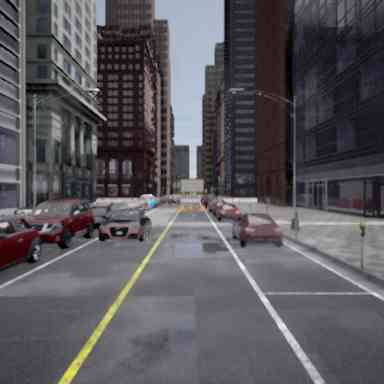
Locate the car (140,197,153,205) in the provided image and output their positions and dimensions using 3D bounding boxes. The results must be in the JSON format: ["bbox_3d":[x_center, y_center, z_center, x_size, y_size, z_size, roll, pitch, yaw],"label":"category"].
[{"bbox_3d":[-5.758,1.526,37.108,1.802,1.307,4.206,0,0,0],"label":"car"}]

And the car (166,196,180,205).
[{"bbox_3d":[-3.045,1.489,57.675,1.994,1.385,4.181,0,0,1],"label":"car"}]

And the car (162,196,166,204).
[{"bbox_3d":[-5.756,1.510,54.018,1.802,1.307,4.206,0,0,0],"label":"car"}]

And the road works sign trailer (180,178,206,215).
[{"bbox_3d":[0.006,0.413,33.363,2.380,3.560,2.880,0,0,0],"label":"road works sign trailer"}]

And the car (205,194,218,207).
[{"bbox_3d":[2.766,1.384,37.111,1.967,1.590,4.097,0,0,0],"label":"car"}]

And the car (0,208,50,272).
[{"bbox_3d":[-5.764,1.426,8.924,1.967,1.590,4.097,0,0,0],"label":"car"}]

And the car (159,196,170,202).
[{"bbox_3d":[-5.753,1.469,70.928,2.008,1.369,4.403,0,0,0],"label":"car"}]

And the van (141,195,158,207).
[{"bbox_3d":[-5.759,1.279,42.745,1.690,1.788,3.998,0,0,0],"label":"van"}]

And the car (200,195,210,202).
[{"bbox_3d":[2.771,1.358,70.928,1.967,1.590,4.097,0,0,0],"label":"car"}]

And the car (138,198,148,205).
[{"bbox_3d":[-5.760,1.502,31.471,2.008,1.369,4.403,0,0,0],"label":"car"}]

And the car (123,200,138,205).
[{"bbox_3d":[-5.760,1.525,25.835,1.947,1.339,4.313,0,0,0],"label":"car"}]

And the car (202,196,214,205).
[{"bbox_3d":[2.770,1.490,59.656,1.947,1.339,4.313,0,0,0],"label":"car"}]

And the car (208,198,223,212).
[{"bbox_3d":[2.766,1.533,31.476,1.802,1.307,4.206,0,0,0],"label":"car"}]

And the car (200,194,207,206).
[{"bbox_3d":[2.767,1.248,48.383,2.192,1.841,5.009,0,0,0],"label":"car"}]

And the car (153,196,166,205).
[{"bbox_3d":[-5.755,1.490,59.654,1.947,1.339,4.313,0,0,0],"label":"car"}]

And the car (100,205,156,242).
[{"bbox_3d":[-3.097,1.538,16.108,1.994,1.385,4.181,0,0,0],"label":"car"}]

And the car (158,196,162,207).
[{"bbox_3d":[-5.757,1.458,48.211,1.752,1.417,4.829,0,0,0],"label":"car"}]

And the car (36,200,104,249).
[{"bbox_3d":[-5.763,1.292,14.561,2.192,1.841,5.009,0,0,0],"label":"car"}]

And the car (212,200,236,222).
[{"bbox_3d":[2.765,1.541,25.839,1.802,1.307,4.206,0,0,0],"label":"car"}]

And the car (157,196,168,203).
[{"bbox_3d":[-5.754,1.487,65.291,1.947,1.339,4.313,0,0,0],"label":"car"}]

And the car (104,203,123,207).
[{"bbox_3d":[-5.761,1.533,20.198,1.947,1.339,4.313,0,0,0],"label":"car"}]

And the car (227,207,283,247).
[{"bbox_3d":[2.763,1.559,14.566,1.802,1.307,4.206,0,0,0],"label":"car"}]

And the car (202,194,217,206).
[{"bbox_3d":[2.768,1.243,54.019,2.192,1.841,5.009,0,0,0],"label":"car"}]
